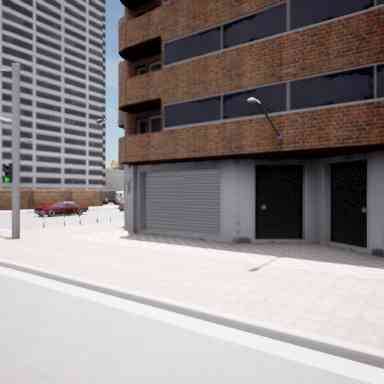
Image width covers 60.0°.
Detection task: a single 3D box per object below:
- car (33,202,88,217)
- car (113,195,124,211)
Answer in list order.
[{"bbox_3d":[-12.134,1.587,30.952,1.895,1.301,4.718,0,0,35],"label":"car"},{"bbox_3d":[-6.421,1.464,39.057,1.882,1.535,5.008,0,0,35],"label":"car"}]
